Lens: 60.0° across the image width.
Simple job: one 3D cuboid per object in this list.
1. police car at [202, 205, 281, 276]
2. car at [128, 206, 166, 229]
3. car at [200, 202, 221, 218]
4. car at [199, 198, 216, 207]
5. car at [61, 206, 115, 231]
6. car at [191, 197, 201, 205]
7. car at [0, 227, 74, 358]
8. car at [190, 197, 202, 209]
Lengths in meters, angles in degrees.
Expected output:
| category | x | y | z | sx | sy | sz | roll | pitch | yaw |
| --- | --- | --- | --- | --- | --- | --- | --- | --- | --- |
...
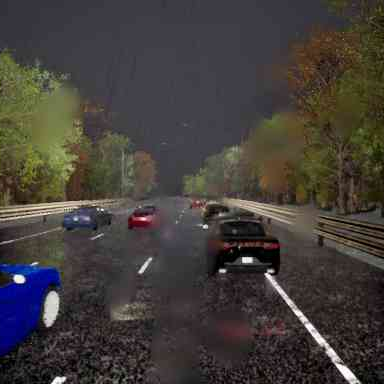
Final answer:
| category | x | y | z | sx | sy | sz | roll | pitch | yaw |
| --- | --- | --- | --- | --- | --- | --- | --- | --- | --- |
| police car | 1.385 | 1.432 | 10.556 | 1.930 | 1.638 | 5.238 | 0 | 0 | 1 |
| car | -2.860 | 1.588 | 21.712 | 1.994 | 1.385 | 4.181 | 0 | 0 | 1 |
| car | 1.583 | 1.548 | 20.509 | 1.812 | 1.442 | 4.674 | 0 | 0 | 1 |
| car | 1.674 | 1.491 | 26.738 | 1.801 | 1.575 | 5.366 | 0 | 0 | 1 |
| car | -6.369 | 1.569 | 20.877 | 2.033 | 1.411 | 5.357 | 0 | 0 | 1 |
| car | 0.669 | 1.679 | 63.904 | 1.812 | 1.442 | 4.674 | 0 | 0 | -1 |
| car | -3.247 | 1.479 | 3.797 | 1.882 | 1.535 | 5.008 | 0 | 0 | 2 |
| car | 0.779 | 1.445 | 47.004 | 2.097 | 1.767 | 4.553 | 0 | 0 | 0 |
